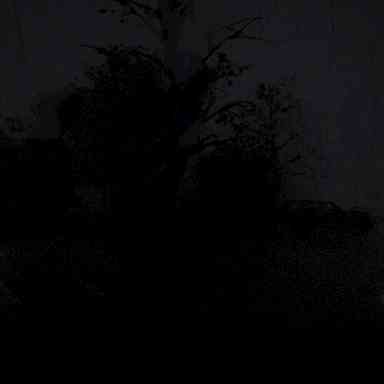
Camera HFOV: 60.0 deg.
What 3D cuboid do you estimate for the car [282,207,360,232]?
[{"bbox_3d":[8.956,1.877,23.564,4.892,1.521,2.231,0,-1,16],"label":"car"}]

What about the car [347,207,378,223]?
[{"bbox_3d":[17.122,2.266,33.645,1.882,1.535,5.008,0,-2,16],"label":"car"}]

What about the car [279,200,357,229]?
[{"bbox_3d":[9.739,1.699,26.251,5.566,2.045,2.435,0,-1,16],"label":"car"}]

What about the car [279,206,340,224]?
[{"bbox_3d":[11.111,2.128,31.795,5.366,1.575,1.946,0,-2,16],"label":"car"}]

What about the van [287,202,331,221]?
[{"bbox_3d":[12.911,2.107,36.958,4.442,1.987,1.878,0,-2,16],"label":"van"}]

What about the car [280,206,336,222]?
[{"bbox_3d":[11.846,2.223,34.350,5.366,1.575,1.946,0,-2,16],"label":"car"}]

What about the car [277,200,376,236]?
[{"bbox_3d":[8.254,1.558,20.996,5.566,2.045,2.435,0,-1,16],"label":"car"}]
